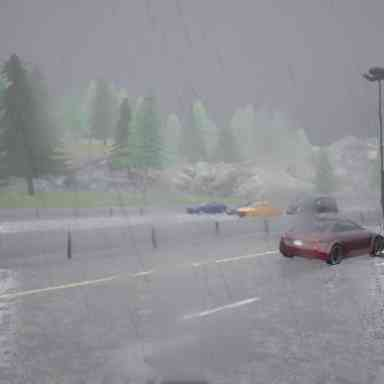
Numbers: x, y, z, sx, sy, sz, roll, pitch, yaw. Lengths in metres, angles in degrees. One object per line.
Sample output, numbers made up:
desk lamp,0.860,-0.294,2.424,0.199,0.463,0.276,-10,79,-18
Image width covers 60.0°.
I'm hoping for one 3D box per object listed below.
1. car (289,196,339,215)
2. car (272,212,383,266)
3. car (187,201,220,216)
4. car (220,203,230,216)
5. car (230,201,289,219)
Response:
car,10.687,1.405,29.360,5.566,2.045,2.150,0,-1,-36
car,5.024,1.609,11.849,4.181,1.385,1.994,0,-1,-37
car,1.734,1.713,35.796,5.008,1.535,1.882,0,-1,-36
car,5.633,1.730,34.326,4.892,1.490,1.837,0,-1,-36
car,6.231,1.669,30.416,5.008,1.535,1.882,0,-1,-36
